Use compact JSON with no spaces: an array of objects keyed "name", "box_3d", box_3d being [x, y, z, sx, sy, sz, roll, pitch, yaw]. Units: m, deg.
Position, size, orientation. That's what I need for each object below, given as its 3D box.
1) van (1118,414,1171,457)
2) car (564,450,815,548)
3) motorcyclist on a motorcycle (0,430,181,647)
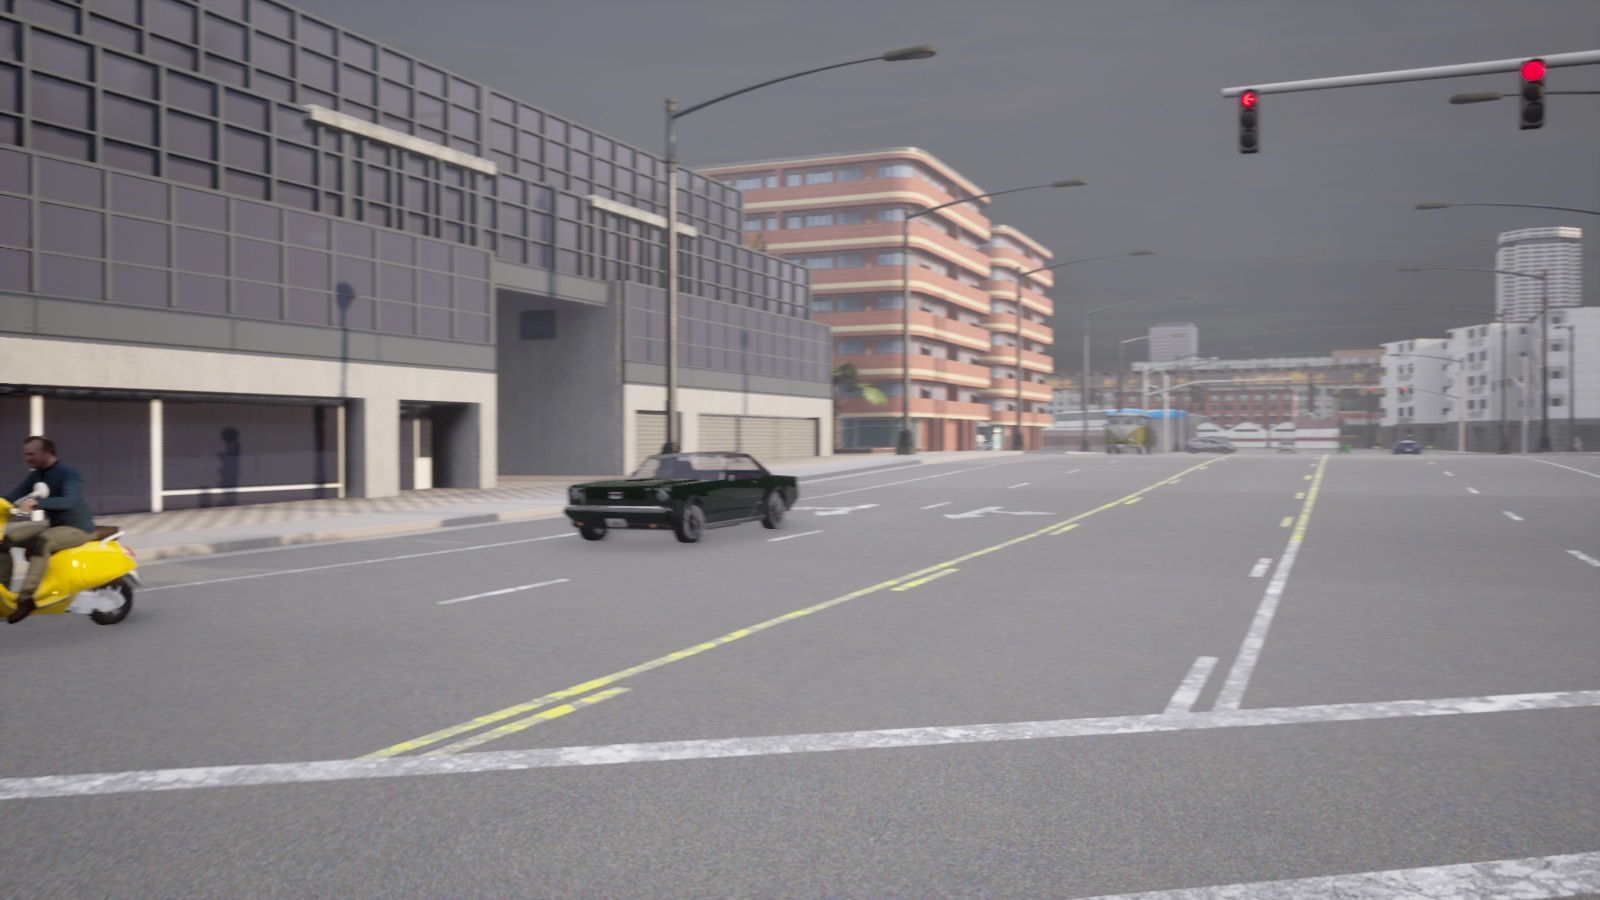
[{"name":"van","box_3d":[16.632,-0.669,60.515,1.775,1.987,4.442,1,0,24]},{"name":"car","box_3d":[-1.574,0.675,19.885,1.895,1.301,4.718,0,1,24]},{"name":"motorcyclist on a motorcycle","box_3d":[-6.008,0.639,9.980,0.866,1.590,1.817,1,1,24]}]
